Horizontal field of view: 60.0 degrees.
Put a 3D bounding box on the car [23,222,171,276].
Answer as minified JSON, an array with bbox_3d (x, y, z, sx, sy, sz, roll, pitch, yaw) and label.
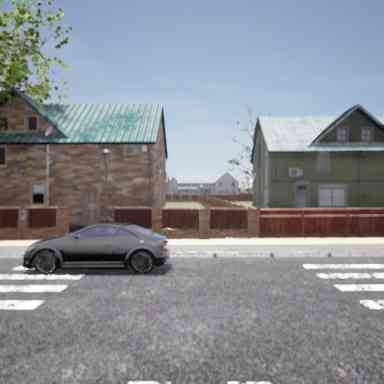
[{"bbox_3d":[-2.746,1.615,10.053,4.181,1.385,1.994,-1,-1,1],"label":"car"}]
